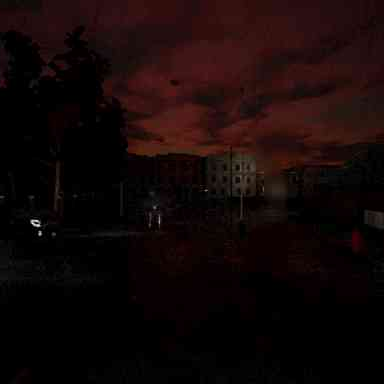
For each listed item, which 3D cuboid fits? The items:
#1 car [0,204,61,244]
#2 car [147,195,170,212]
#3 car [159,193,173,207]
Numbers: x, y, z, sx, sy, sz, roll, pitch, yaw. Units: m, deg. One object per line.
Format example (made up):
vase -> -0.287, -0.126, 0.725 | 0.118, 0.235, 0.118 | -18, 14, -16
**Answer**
car -> -8.513, 1.346, 15.524 | 4.553, 1.767, 2.097 | 0, 0, 8
car -> -4.147, 1.479, 39.421 | 2.128, 1.511, 4.902 | 0, 0, 0
car -> -4.128, 1.205, 50.009 | 2.150, 2.045, 5.566 | 0, 0, 1
